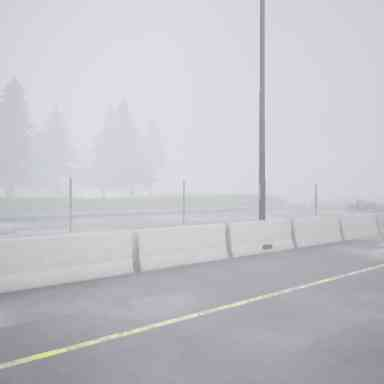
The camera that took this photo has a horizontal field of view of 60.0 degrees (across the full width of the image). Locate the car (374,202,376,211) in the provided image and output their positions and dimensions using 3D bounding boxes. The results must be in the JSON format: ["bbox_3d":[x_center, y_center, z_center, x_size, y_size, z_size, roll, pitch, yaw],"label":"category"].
[{"bbox_3d":[22.664,1.675,37.231,4.718,1.301,1.895,0,0,-35],"label":"car"}]
